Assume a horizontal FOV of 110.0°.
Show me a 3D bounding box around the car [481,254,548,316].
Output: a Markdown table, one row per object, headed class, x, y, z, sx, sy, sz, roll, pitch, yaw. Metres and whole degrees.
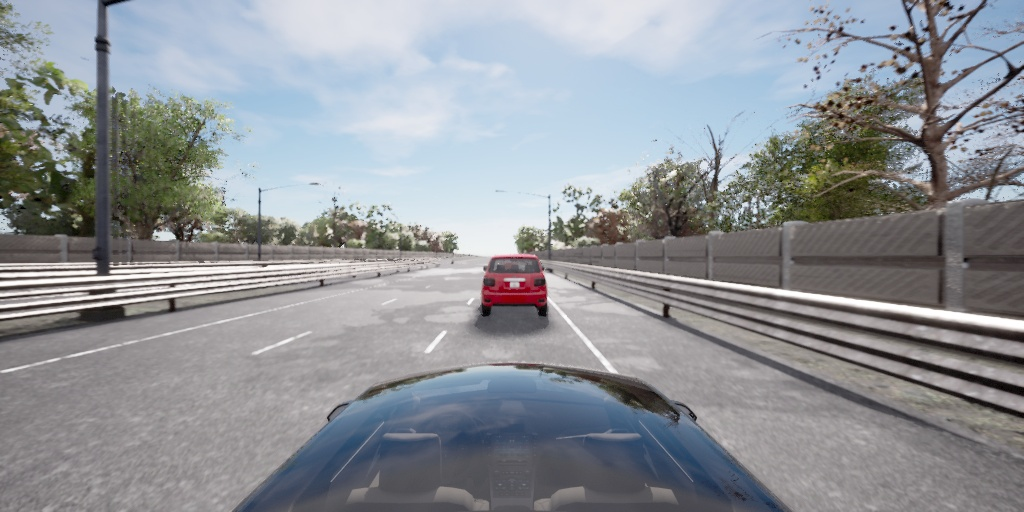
| class | x | y | z | sx | sy | sz | roll | pitch | yaw |
| --- | --- | --- | --- | --- | --- | --- | --- | --- | --- |
| car | 0.065 | 0.953 | 13.441 | 2.150 | 2.045 | 5.566 | 0 | 0 | 0 |
